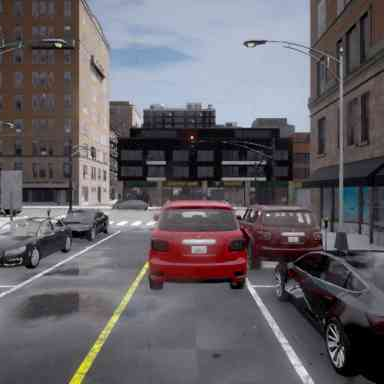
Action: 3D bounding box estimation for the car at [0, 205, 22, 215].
[{"bbox_3d":[-17.512,1.524,28.939,4.718,1.301,1.895,0,0,0],"label":"car"}]

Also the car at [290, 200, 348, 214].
[{"bbox_3d":[13.579,1.624,35.778,5.357,1.411,2.033,0,0,0],"label":"car"}]

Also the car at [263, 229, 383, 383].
[{"bbox_3d":[2.636,1.566,5.373,1.947,1.339,4.313,0,0,0],"label":"car"}]

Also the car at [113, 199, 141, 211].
[{"bbox_3d":[-7.195,1.537,38.939,4.181,1.385,1.994,0,0,0],"label":"car"}]

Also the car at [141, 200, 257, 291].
[{"bbox_3d":[0.080,1.221,9.193,2.150,2.045,5.566,0,0,-1],"label":"car"}]

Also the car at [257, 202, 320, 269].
[{"bbox_3d":[2.637,1.315,11.035,2.192,1.841,5.009,0,0,0],"label":"car"}]

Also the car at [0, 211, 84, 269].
[{"bbox_3d":[-5.388,1.551,11.036,2.008,1.369,4.403,0,0,0],"label":"car"}]

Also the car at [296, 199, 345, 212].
[{"bbox_3d":[15.042,1.562,39.036,5.008,1.535,1.882,0,0,0],"label":"car"}]

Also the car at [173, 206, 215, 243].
[{"bbox_3d":[0.092,1.526,16.952,1.812,1.442,4.674,0,0,0],"label":"car"}]

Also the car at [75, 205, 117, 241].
[{"bbox_3d":[-5.387,1.566,16.698,1.947,1.339,4.313,0,0,0],"label":"car"}]
